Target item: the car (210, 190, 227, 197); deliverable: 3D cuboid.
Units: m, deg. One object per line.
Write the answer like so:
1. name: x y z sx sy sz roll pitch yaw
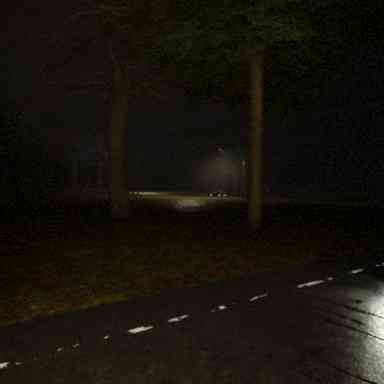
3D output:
1. car: 6.092 0.385 76.468 1.837 1.490 4.892 1 0 -35

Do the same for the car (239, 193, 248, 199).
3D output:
1. car: 11.871 0.799 68.348 1.895 1.301 4.718 1 0 -35
